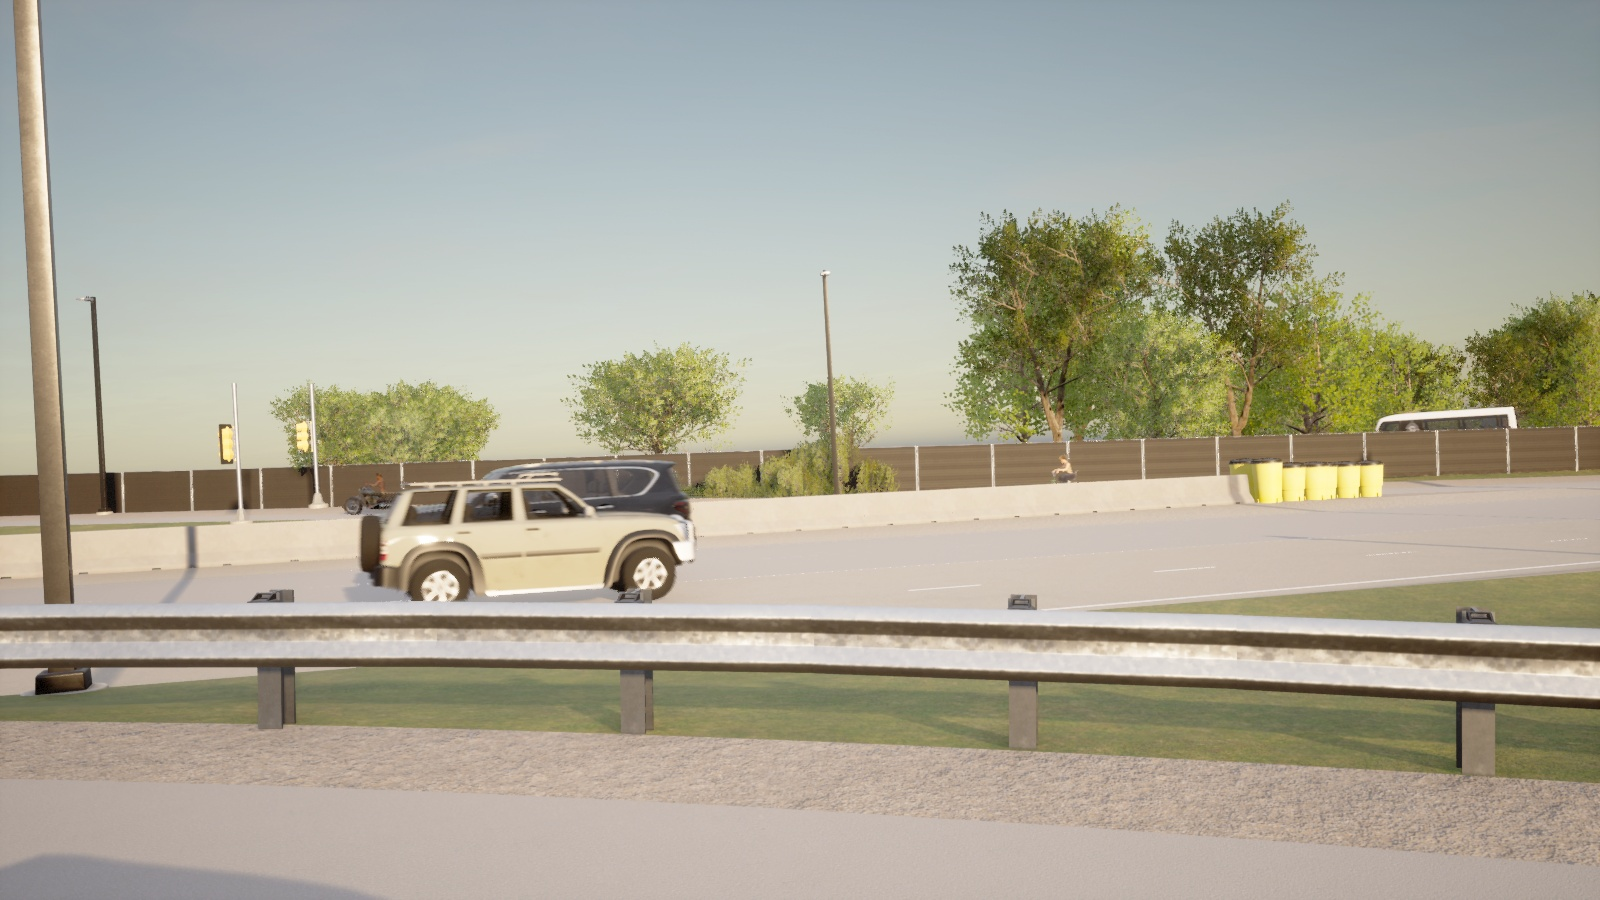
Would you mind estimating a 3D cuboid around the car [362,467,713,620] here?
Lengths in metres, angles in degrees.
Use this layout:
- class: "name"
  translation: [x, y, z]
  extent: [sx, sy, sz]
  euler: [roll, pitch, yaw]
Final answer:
- class: "car"
  translation: [-3.758, 1.242, 17.937]
  extent: [4.605, 1.855, 1.932]
  euler: [-1, -1, -21]

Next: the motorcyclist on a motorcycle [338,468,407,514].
- class: "motorcyclist on a motorcycle"
  translation: [-16.228, 1.554, 47.700]
  extent: [2.350, 1.649, 0.766]
  euler: [-1, 0, 6]

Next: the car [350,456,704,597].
- class: "car"
  translation: [-4.634, 1.206, 21.354]
  extent: [5.566, 2.045, 2.150]
  euler: [-1, -1, -21]
